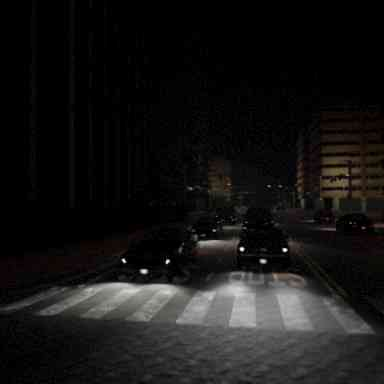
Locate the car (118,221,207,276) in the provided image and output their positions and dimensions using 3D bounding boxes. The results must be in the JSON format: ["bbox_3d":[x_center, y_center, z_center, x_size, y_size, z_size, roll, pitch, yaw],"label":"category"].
[{"bbox_3d":[-0.934,2.079,12.556,2.033,1.411,5.357,-1,-2,11],"label":"car"}]

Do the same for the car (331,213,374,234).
[{"bbox_3d":[12.254,2.350,25.199,1.812,1.442,4.674,-1,-2,11],"label":"car"}]

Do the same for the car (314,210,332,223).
[{"bbox_3d":[15.019,2.770,37.682,1.812,1.442,4.674,-1,-2,14],"label":"car"}]

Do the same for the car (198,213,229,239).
[{"bbox_3d":[1.236,2.465,23.895,2.033,1.411,5.357,-1,-2,11],"label":"car"}]

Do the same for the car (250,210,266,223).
[{"bbox_3d":[8.255,3.039,41.462,1.812,1.442,4.674,-1,-2,11],"label":"car"}]

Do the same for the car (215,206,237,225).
[{"bbox_3d":[3.887,2.595,37.533,2.150,2.045,5.566,-1,-1,11],"label":"car"}]

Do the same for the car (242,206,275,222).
[{"bbox_3d":[5.086,2.144,25.387,2.150,2.045,5.566,-1,-2,12],"label":"car"}]

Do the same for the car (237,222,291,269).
[{"bbox_3d":[2.924,2.116,13.463,1.895,1.301,4.718,-1,-2,13],"label":"car"}]
